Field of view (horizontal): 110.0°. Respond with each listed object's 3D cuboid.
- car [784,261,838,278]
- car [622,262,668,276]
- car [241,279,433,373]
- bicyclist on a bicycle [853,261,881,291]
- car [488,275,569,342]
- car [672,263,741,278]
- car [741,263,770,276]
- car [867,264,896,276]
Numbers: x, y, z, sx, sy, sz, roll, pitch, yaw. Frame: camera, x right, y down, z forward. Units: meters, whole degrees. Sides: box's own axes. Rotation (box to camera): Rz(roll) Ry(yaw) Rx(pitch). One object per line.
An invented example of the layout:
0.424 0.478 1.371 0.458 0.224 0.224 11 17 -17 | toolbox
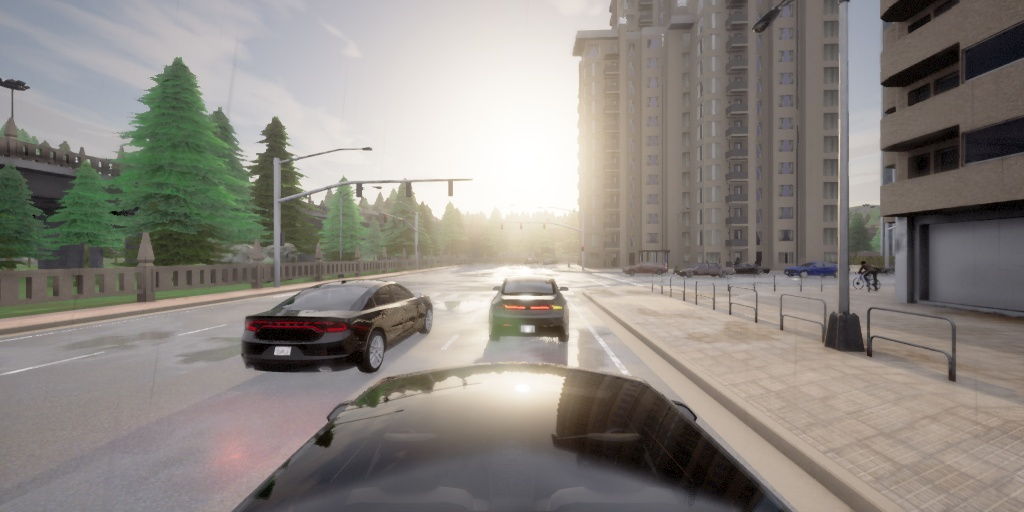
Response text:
28.720 1.283 34.046 5.008 1.535 1.882 0 0 3 | car
14.162 1.331 38.274 4.674 1.442 1.812 0 0 4 | car
-3.161 1.228 7.678 1.882 1.535 5.008 0 0 4 | car
19.756 1.107 19.999 0.582 1.620 1.656 0 0 3 | bicyclist on a bicycle
0.494 1.255 9.798 1.837 1.490 4.892 0 0 4 | car
18.474 1.353 34.560 5.357 1.411 2.033 0 0 3 | car
24.233 1.406 37.780 4.718 1.301 1.895 0 0 3 | car
39.767 1.458 36.935 4.718 1.301 1.895 0 0 3 | car
